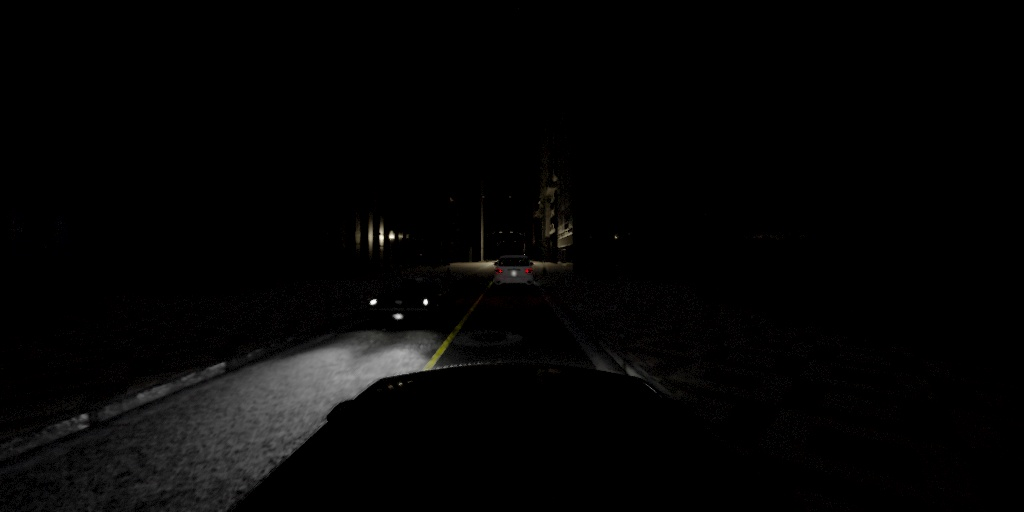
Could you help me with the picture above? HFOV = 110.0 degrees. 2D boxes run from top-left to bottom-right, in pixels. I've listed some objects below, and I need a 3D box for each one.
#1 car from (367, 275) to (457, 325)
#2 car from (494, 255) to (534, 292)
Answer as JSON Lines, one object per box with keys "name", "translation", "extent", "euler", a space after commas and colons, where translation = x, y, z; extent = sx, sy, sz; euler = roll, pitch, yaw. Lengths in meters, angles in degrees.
{"name": "car", "translation": [-3.099, 1.349, 12.026], "extent": [1.895, 1.301, 4.718], "euler": [0, 0, 0]}
{"name": "car", "translation": [0.102, 0.956, 21.434], "extent": [2.150, 2.045, 5.566], "euler": [0, 0, 0]}
